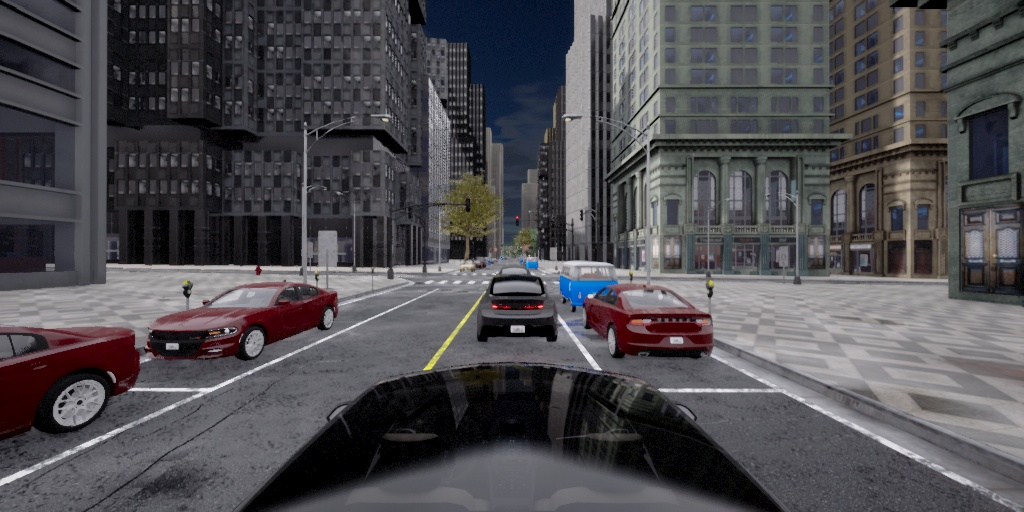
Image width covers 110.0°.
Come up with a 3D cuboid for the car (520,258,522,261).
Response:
[{"bbox_3d":[2.897,1.327,62.633,1.888,1.381,4.507,0,0,0],"label":"car"}]

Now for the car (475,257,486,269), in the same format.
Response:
[{"bbox_3d":[-5.640,1.322,57.008,1.888,1.381,4.507,0,0,0],"label":"car"}]

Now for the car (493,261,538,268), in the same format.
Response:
[{"bbox_3d":[0.134,1.230,18.950,1.882,1.535,5.008,0,0,0],"label":"car"}]

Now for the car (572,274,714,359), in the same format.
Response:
[{"bbox_3d":[2.790,1.295,8.298,1.888,1.381,4.507,0,0,0],"label":"car"}]

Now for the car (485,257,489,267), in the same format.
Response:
[{"bbox_3d":[-5.628,1.097,62.297,2.192,1.841,5.009,0,0,0],"label":"car"}]

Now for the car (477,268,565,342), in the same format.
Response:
[{"bbox_3d":[0.119,1.255,9.774,1.837,1.490,4.892,0,0,0],"label":"car"}]

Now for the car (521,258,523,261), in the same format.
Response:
[{"bbox_3d":[2.886,1.343,57.220,1.948,1.339,4.313,0,0,0],"label":"car"}]

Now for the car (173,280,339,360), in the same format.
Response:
[{"bbox_3d":[-5.765,1.295,8.335,1.888,1.381,4.507,0,0,0],"label":"car"}]

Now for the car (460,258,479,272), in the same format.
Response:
[{"bbox_3d":[-5.670,1.293,46.258,1.751,1.417,4.829,0,0,0],"label":"car"}]

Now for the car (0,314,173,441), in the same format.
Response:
[{"bbox_3d":[-5.776,1.295,2.810,1.888,1.381,4.507,0,0,0],"label":"car"}]

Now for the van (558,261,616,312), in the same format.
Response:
[{"bbox_3d":[2.803,1.092,13.823,1.690,1.789,3.998,0,0,0],"label":"van"}]

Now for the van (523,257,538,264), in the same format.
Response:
[{"bbox_3d":[2.874,1.113,51.807,1.690,1.789,3.998,0,0,0],"label":"van"}]
